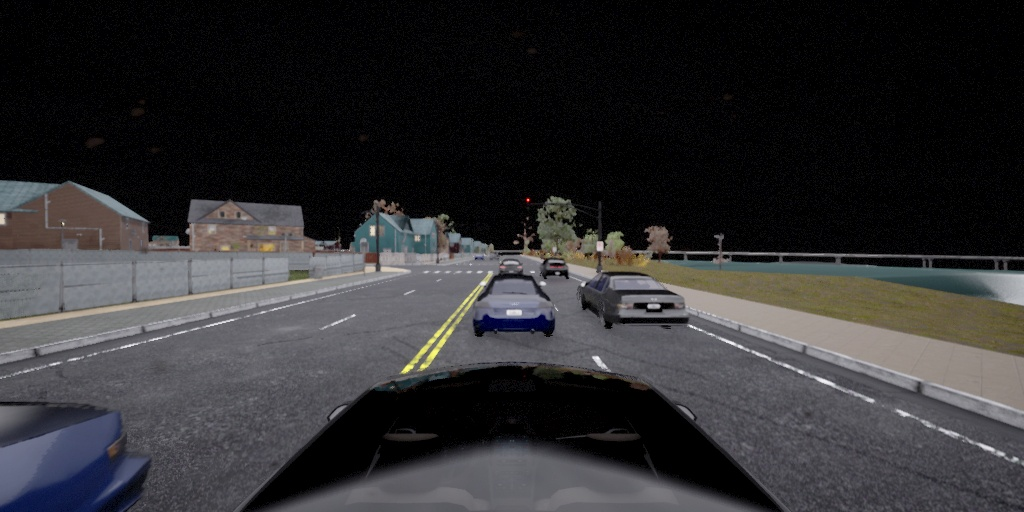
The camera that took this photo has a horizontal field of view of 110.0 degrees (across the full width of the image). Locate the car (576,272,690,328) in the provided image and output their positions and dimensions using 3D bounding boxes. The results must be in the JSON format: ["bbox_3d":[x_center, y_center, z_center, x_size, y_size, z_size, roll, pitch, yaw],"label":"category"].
[{"bbox_3d":[3.277,1.177,10.795,2.033,1.411,5.357,0,1,0],"label":"car"}]

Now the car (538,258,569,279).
[{"bbox_3d":[3.135,0.917,27.253,1.837,1.490,4.892,0,0,0],"label":"car"}]

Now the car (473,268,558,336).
[{"bbox_3d":[0.033,1.203,10.015,1.994,1.385,4.181,0,1,0],"label":"car"}]

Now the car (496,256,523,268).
[{"bbox_3d":[-0.130,0.935,27.451,1.812,1.442,4.674,0,0,-2],"label":"car"}]

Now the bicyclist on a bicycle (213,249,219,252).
[{"bbox_3d":[-29.907,0.076,36.162,0.582,1.620,1.656,0,1,-36],"label":"bicyclist on a bicycle"}]
